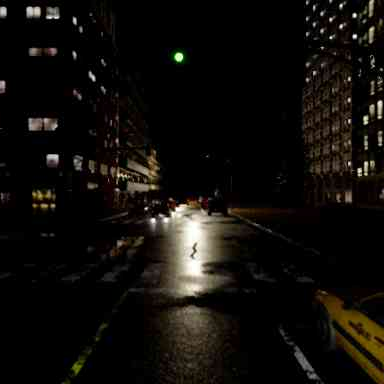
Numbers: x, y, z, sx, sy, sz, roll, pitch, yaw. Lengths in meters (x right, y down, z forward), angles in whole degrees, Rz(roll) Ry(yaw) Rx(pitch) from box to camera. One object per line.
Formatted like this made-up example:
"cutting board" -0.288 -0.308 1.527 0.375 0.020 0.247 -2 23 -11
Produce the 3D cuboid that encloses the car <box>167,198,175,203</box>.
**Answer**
"car" -5.705 2.358 90.917 1.887 1.381 4.507 0 -1 0

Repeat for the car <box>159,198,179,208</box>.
"car" -3.107 1.897 44.624 1.812 1.442 4.674 0 -1 0

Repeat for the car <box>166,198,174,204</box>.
"car" -5.705 2.282 85.222 1.752 1.417 4.829 0 -1 0

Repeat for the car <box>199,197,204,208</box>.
"car" 2.678 1.808 57.762 2.192 1.841 5.009 0 -1 0

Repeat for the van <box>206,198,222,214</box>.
"van" 2.680 1.682 41.183 1.690 1.788 3.998 0 -1 0

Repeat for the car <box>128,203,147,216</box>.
"car" -5.698 1.843 35.654 2.008 1.369 4.403 0 0 0

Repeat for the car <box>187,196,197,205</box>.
"car" -0.007 1.883 75.145 2.150 2.045 5.566 0 -1 0

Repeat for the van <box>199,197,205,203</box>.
"van" 2.674 2.154 90.920 1.690 1.788 3.998 0 -1 0

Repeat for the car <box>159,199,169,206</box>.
"car" -5.703 2.179 68.812 1.802 1.307 4.206 0 -1 0

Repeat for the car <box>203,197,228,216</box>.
"car" 2.681 1.608 35.657 2.192 1.841 5.009 0 -1 0

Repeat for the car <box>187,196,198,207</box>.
"car" 0.092 2.036 64.668 1.882 1.535 5.008 0 -1 0

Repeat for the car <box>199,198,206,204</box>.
"car" 2.676 2.285 85.563 1.752 1.417 4.829 0 -1 0

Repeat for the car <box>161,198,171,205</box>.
"car" -5.704 2.090 74.340 1.967 1.590 4.097 0 -1 0

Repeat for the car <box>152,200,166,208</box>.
"car" -5.701 2.037 57.759 1.887 1.381 4.507 0 -1 0

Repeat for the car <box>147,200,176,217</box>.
"car" -3.105 1.832 34.747 2.033 1.411 5.357 0 0 0

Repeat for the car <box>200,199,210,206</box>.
"car" 2.677 2.142 68.814 1.887 1.381 4.507 0 -1 0

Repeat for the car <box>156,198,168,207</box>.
"car" -5.703 1.985 63.287 1.967 1.590 4.097 0 -1 0

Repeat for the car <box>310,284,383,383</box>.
"car" 2.686 1.553 3.414 1.752 1.417 4.829 0 0 0

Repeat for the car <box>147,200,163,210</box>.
"car" -5.700 1.992 52.233 2.008 1.369 4.403 0 -1 0
